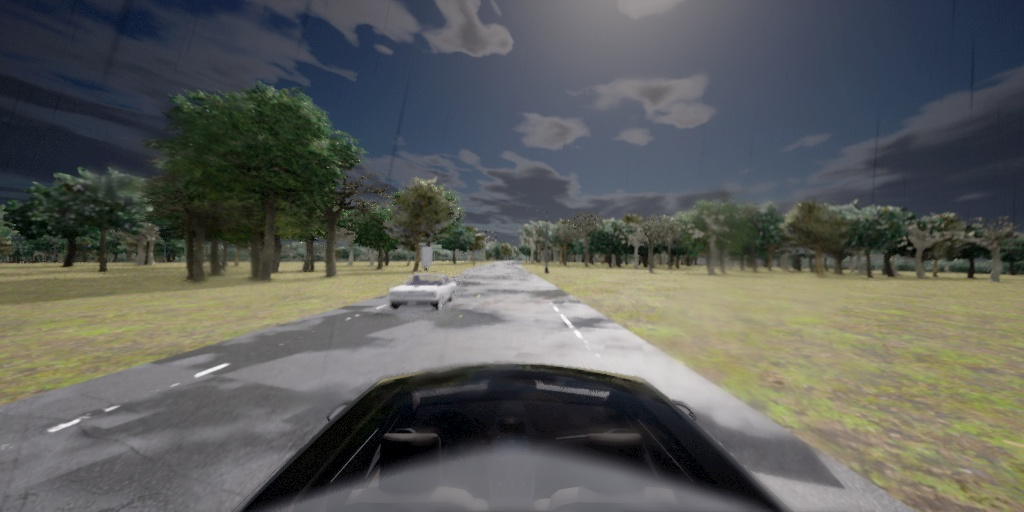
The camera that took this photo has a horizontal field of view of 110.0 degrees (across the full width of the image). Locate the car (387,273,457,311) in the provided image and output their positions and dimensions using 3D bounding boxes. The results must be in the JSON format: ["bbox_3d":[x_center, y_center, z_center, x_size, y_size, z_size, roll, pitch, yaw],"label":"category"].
[{"bbox_3d":[-3.593,1.414,15.070,1.895,1.301,4.718,1,0,0],"label":"car"}]
